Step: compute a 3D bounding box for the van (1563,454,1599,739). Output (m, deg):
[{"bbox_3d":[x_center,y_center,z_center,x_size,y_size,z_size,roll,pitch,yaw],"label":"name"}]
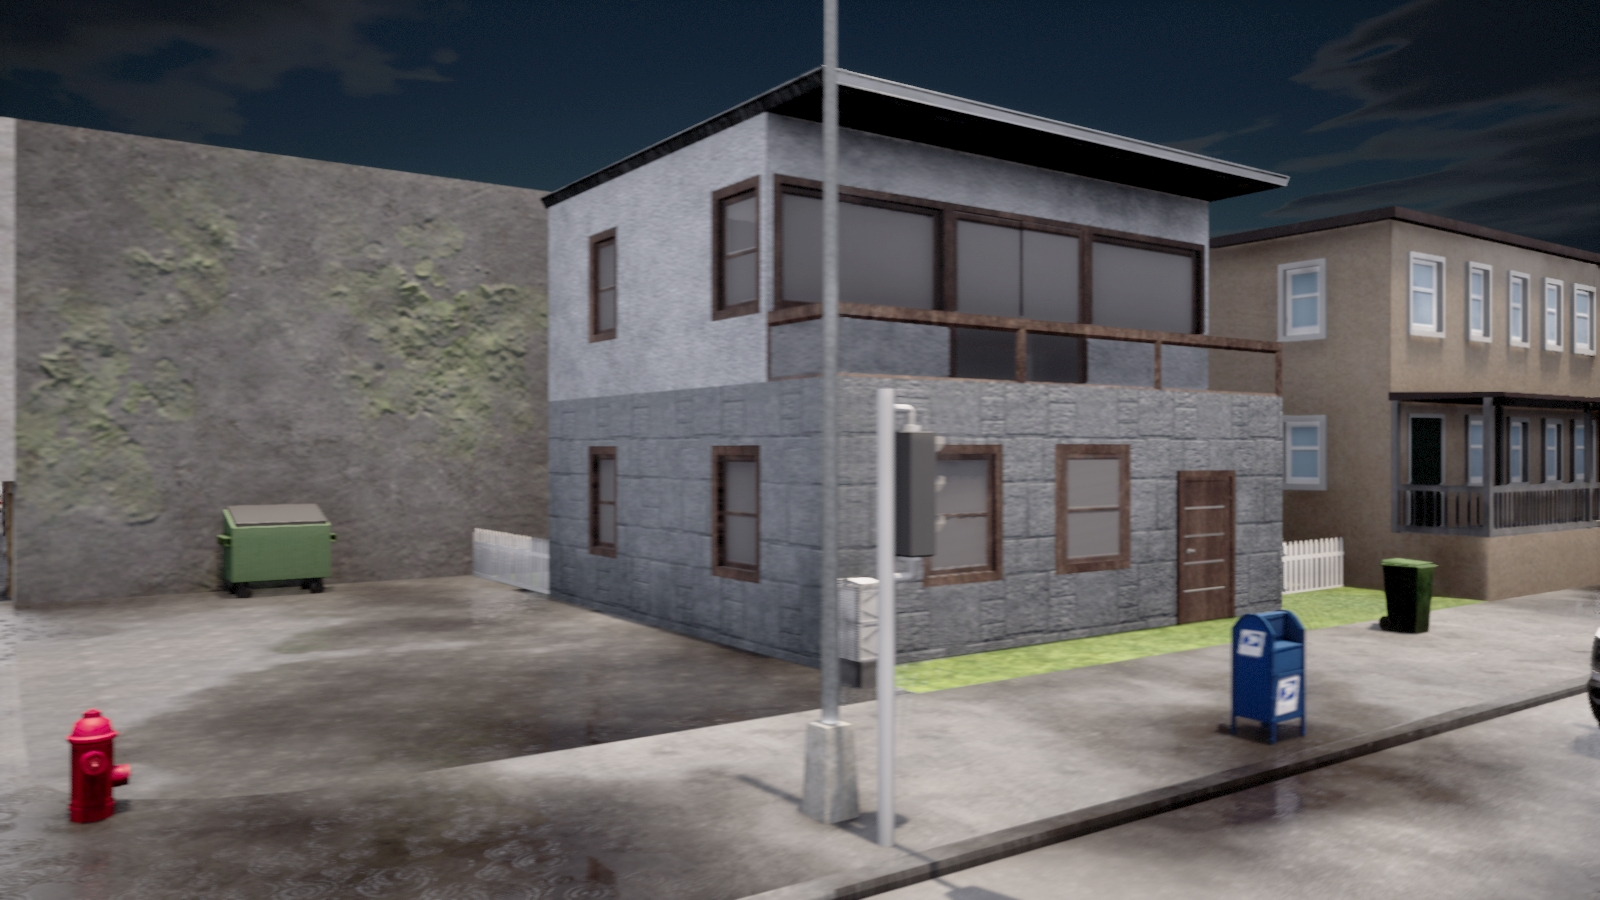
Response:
[{"bbox_3d":[10.004,1.315,11.387,5.915,2.561,1.988,0,0,-35],"label":"van"}]
